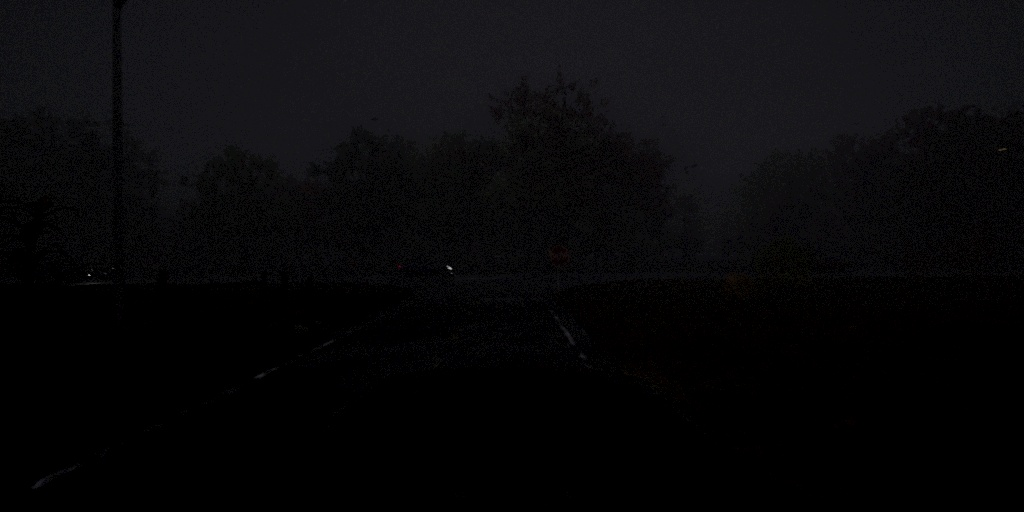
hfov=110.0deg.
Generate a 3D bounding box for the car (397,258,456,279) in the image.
[{"bbox_3d":[-6.855,0.942,29.133,4.553,1.767,2.097,0,0,0],"label":"car"}]

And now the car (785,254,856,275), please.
[{"bbox_3d":[25.126,0.634,29.261,4.553,1.767,2.097,-1,0,0],"label":"car"}]

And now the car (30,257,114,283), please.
[{"bbox_3d":[-35.681,1.087,29.029,5.566,2.045,2.150,-1,0,0],"label":"car"}]
